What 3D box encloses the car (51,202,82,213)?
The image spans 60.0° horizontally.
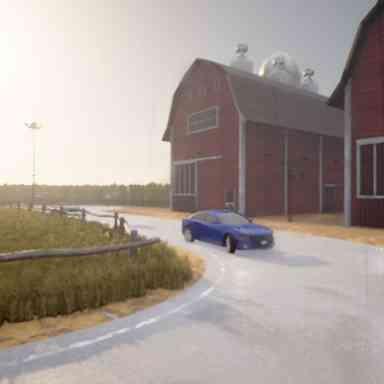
[{"bbox_3d":[-11.692,1.596,31.094,1.994,1.385,4.181,0,0,-39],"label":"car"}]

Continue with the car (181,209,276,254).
[{"bbox_3d":[1.345,1.521,14.102,1.882,1.535,5.008,0,0,-30],"label":"car"}]
